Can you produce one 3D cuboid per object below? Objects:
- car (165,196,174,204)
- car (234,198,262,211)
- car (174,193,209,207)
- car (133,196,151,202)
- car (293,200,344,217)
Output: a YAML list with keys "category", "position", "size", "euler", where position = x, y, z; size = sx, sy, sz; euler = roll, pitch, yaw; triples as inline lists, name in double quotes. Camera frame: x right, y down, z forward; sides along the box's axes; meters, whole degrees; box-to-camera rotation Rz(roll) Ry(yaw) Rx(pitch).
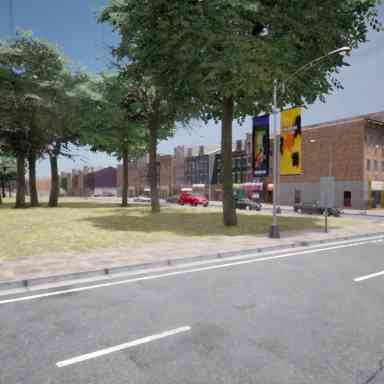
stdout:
- category: "car"
  position: [-2.980, 1.377, 58.627]
  size: [2.128, 1.511, 4.902]
  euler: [1, 0, -36]
- category: "car"
  position: [6.352, 1.496, 40.431]
  size: [1.837, 1.490, 4.892]
  euler: [1, 0, -35]
- category: "car"
  position: [0.151, 1.136, 49.165]
  size: [2.150, 2.045, 5.566]
  euler: [1, 0, -35]
- category: "car"
  position: [-10.391, 1.448, 69.023]
  size: [1.895, 1.301, 4.718]
  euler: [1, 0, -35]
- category: "car"
  position: [12.178, 1.588, 32.240]
  size: [1.837, 1.490, 4.892]
  euler: [1, 0, -35]
